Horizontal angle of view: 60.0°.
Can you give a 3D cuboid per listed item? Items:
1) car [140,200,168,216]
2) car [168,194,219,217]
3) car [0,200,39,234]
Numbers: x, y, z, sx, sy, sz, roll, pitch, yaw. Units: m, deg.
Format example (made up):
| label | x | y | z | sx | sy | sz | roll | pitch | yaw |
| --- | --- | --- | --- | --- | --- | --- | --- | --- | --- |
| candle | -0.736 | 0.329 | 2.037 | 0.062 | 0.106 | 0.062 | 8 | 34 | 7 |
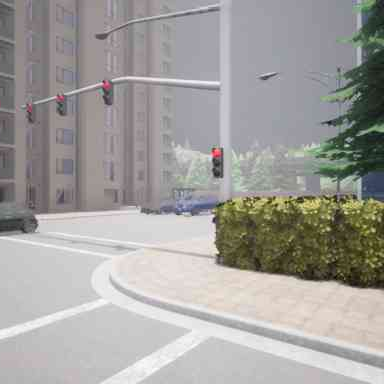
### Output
| label | x | y | z | sx | sy | sz | roll | pitch | yaw |
| --- | --- | --- | --- | --- | --- | --- | --- | --- | --- |
| car | -2.799 | 1.547 | 33.535 | 2.033 | 1.411 | 5.357 | 0 | 0 | 36 |
| car | 0.519 | 1.220 | 32.138 | 2.150 | 2.045 | 5.566 | 0 | 0 | 36 |
| car | -10.480 | 1.351 | 17.126 | 2.097 | 1.767 | 4.553 | 0 | 0 | 36 |
